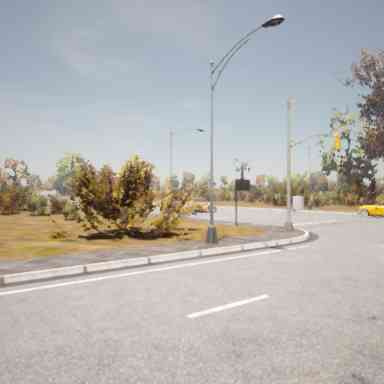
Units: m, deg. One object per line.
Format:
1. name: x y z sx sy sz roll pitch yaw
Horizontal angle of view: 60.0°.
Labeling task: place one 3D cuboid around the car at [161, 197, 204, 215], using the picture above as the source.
1. car: -1.299 1.503 33.288 1.812 1.442 4.674 0 0 -39

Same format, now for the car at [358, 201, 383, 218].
1. car: 16.594 1.441 27.923 1.882 1.535 5.008 0 0 -39

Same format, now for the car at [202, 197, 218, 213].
1. car: 0.750 1.326 36.329 2.097 1.767 4.553 0 0 -39
